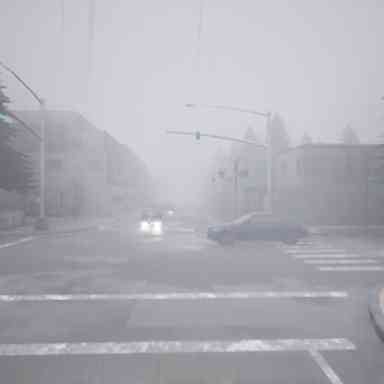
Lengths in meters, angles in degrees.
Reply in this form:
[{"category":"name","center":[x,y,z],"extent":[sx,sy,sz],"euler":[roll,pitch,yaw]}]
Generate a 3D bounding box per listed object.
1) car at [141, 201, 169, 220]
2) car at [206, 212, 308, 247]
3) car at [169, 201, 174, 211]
[{"category":"car","center":[-3.625,1.821,31.426],"extent":[2.128,1.511,4.902],"euler":[0,-1,0]},{"category":"car","center":[2.991,1.681,15.494],"extent":[4.674,1.442,1.812],"euler":[0,-1,-4]},{"category":"car","center":[-3.633,2.069,48.303],"extent":[1.994,1.385,4.181],"euler":[0,0,0]}]
